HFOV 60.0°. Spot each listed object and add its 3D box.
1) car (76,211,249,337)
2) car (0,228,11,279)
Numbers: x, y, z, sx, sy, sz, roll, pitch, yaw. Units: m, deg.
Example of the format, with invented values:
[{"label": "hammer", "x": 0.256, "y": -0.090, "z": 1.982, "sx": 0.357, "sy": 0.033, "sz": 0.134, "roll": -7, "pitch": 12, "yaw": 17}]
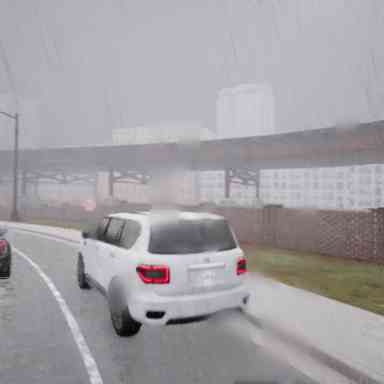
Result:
[{"label": "car", "x": -1.063, "y": 1.426, "z": 7.415, "sx": 2.150, "sy": 2.045, "sz": 5.566, "roll": 1, "pitch": -2, "yaw": -29}, {"label": "car", "x": -6.992, "y": 1.595, "z": 10.427, "sx": 2.097, "sy": 1.767, "sz": 4.553, "roll": 1, "pitch": -2, "yaw": -33}]
